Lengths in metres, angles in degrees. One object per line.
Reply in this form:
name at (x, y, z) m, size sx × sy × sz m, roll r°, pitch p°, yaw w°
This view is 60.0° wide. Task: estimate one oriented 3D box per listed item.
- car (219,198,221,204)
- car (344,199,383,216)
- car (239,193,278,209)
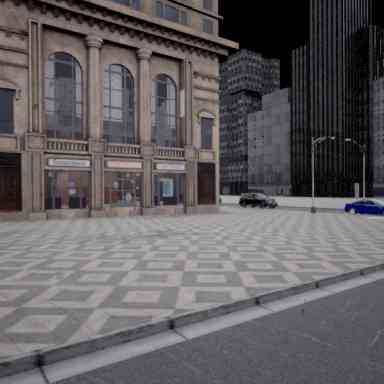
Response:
car at (2.940, 1.314, 56.711) m, size 1.882 × 1.535 × 5.008 m, roll -1°, pitch 1°, yaw -34°
car at (16.717, 1.426, 30.727) m, size 1.882 × 1.535 × 5.008 m, roll -1°, pitch 1°, yaw -35°
car at (8.464, 1.130, 42.933) m, size 2.150 × 2.045 × 5.566 m, roll -1°, pitch 0°, yaw -34°
